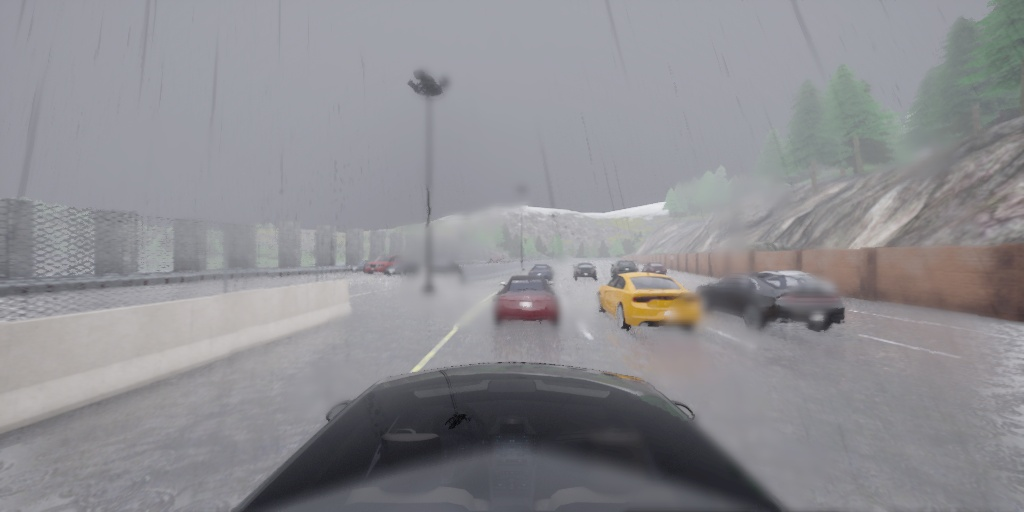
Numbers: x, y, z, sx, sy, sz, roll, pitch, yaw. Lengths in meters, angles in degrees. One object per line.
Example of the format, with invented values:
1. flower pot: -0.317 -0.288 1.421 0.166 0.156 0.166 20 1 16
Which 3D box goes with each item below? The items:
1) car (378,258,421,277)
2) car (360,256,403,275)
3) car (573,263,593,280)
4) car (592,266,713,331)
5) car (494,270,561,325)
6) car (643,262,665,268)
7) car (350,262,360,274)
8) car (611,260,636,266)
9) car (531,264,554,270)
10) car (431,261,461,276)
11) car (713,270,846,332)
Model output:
1. car: -10.770 1.254 35.753 2.128 1.511 4.902 0 0 11
2. car: -13.671 0.982 39.241 2.150 2.045 5.566 0 0 11
3. car: 6.518 1.327 31.936 1.812 1.442 4.674 0 0 10
4. car: 3.972 1.248 11.189 1.882 1.535 5.008 0 0 3
5. car: 0.523 1.327 11.902 1.994 1.385 4.181 0 0 3
6. car: 14.686 1.353 37.040 1.812 1.442 4.674 0 0 12
7. car: -16.748 1.246 41.623 2.128 1.511 4.902 0 0 12
8. car: 10.284 1.163 32.904 2.097 1.767 4.553 0 0 11
9. car: 2.455 1.352 28.926 1.994 1.385 4.181 0 0 9
10. car: -6.901 1.252 37.431 1.882 1.535 5.008 0 0 11
11. car: 7.470 1.271 11.003 2.128 1.511 4.902 0 0 3
